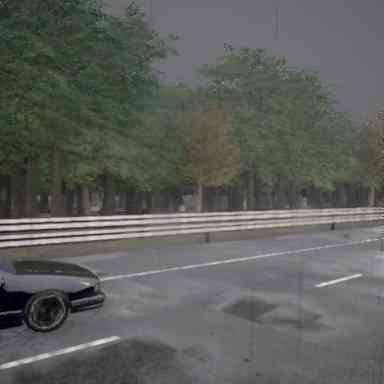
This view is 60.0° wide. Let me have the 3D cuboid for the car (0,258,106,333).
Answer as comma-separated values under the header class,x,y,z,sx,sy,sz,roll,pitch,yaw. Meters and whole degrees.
class,x,y,z,sx,sy,sz,roll,pitch,yaw
car,-4.159,1.541,5.074,5.357,1.411,2.033,1,0,-36
